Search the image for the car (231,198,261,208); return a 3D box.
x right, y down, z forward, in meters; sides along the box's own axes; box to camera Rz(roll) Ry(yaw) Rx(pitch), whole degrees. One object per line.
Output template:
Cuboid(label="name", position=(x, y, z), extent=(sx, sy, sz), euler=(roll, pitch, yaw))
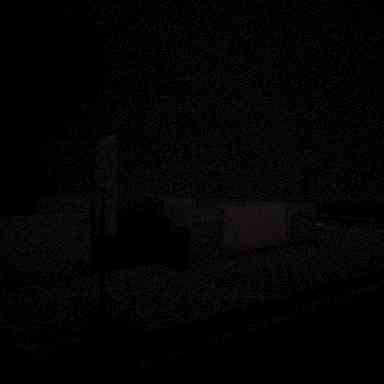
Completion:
Cuboid(label="car", position=(4.609, 1.261, 25.660), extent=(2.128, 1.511, 4.902), euler=(1, 0, -36))

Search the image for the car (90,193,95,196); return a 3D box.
Cuboid(label="car", position=(-13.304, 0.495, 50.676), extent=(1.882, 1.535, 5.008), euler=(1, 0, -36))

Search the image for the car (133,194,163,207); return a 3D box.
Cuboid(label="car", position=(-4.528, 1.042, 38.344), extent=(1.882, 1.535, 5.008), euler=(1, 0, -36))

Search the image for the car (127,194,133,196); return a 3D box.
Cuboid(label="car", position=(-8.678, 0.963, 49.128), extent=(1.812, 1.442, 4.674), euler=(1, 0, -36))
